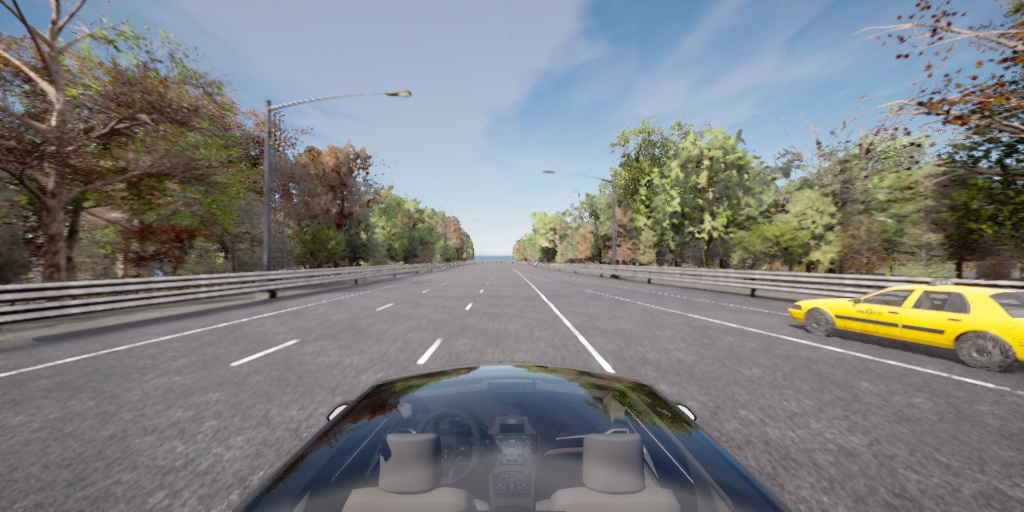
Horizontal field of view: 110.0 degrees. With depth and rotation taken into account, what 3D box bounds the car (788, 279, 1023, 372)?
[{"bbox_3d":[9.056,1.279,7.883,1.801,1.575,5.366,0,0,-10],"label":"car"}]
